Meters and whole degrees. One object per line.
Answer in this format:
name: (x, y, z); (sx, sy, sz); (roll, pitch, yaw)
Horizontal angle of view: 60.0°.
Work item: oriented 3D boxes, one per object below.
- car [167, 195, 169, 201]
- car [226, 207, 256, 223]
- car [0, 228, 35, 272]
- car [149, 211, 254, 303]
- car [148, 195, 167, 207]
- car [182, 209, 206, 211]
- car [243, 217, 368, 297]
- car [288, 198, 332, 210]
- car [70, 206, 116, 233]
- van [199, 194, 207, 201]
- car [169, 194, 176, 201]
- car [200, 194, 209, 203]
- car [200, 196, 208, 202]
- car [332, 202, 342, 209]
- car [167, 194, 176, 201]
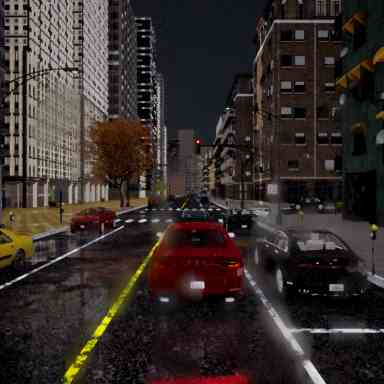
car: (-5.619, 1.607, 57.377); (1.947, 1.339, 4.313); (0, 0, 0)
car: (2.713, 1.555, 19.455); (2.008, 1.369, 4.403); (0, 0, 0)
car: (-5.681, 1.526, 8.230); (1.752, 1.417, 4.829); (0, 0, 0)
car: (0.102, 1.478, 8.294); (1.882, 1.535, 5.008); (0, 0, 0)
car: (-5.627, 1.349, 51.854); (2.192, 1.841, 5.009); (0, 0, 0)
car: (0.110, 1.605, 18.385); (1.895, 1.301, 4.718); (0, 0, 0)
car: (2.700, 1.552, 8.389); (2.008, 1.369, 4.403); (0, 0, 0)
car: (13.475, 1.359, 38.848); (4.403, 1.369, 2.008); (-1, 1, 0)
car: (-5.667, 1.549, 19.466); (1.887, 1.381, 4.507); (0, 0, 0)
van: (2.796, 1.425, 84.981); (1.690, 1.788, 3.998); (0, 0, 0)
car: (-5.585, 1.650, 84.992); (1.947, 1.339, 4.313); (0, 0, 0)
car: (2.782, 1.630, 73.934); (1.947, 1.339, 4.313); (0, 0, 0)
car: (2.789, 1.599, 79.627); (1.752, 1.417, 4.829); (0, 0, 0)
car: (18.871, 1.259, 38.895); (4.829, 1.417, 1.752); (-1, 1, 0)
car: (-5.578, 1.410, 90.514); (2.192, 1.841, 5.009); (0, 0, 0)
